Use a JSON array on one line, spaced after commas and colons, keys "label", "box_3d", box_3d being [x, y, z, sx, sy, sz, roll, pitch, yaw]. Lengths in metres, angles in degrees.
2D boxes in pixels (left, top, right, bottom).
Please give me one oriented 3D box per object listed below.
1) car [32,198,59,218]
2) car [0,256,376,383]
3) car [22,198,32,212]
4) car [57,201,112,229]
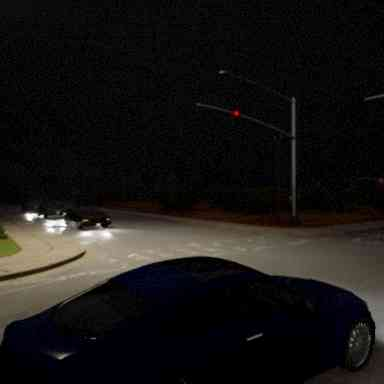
[{"label": "car", "box_3d": [-12.783, 1.509, 30.319, 2.128, 1.511, 4.902, 0, 0, -35]}, {"label": "car", "box_3d": [0.306, 1.527, 3.968, 4.674, 1.442, 1.812, 0, 0, -35]}, {"label": "car", "box_3d": [-18.653, 1.509, 38.896, 2.128, 1.511, 4.902, 0, 0, -34]}, {"label": "car", "box_3d": [-7.060, 1.564, 21.977, 2.033, 1.411, 5.357, 0, 0, -34]}]
